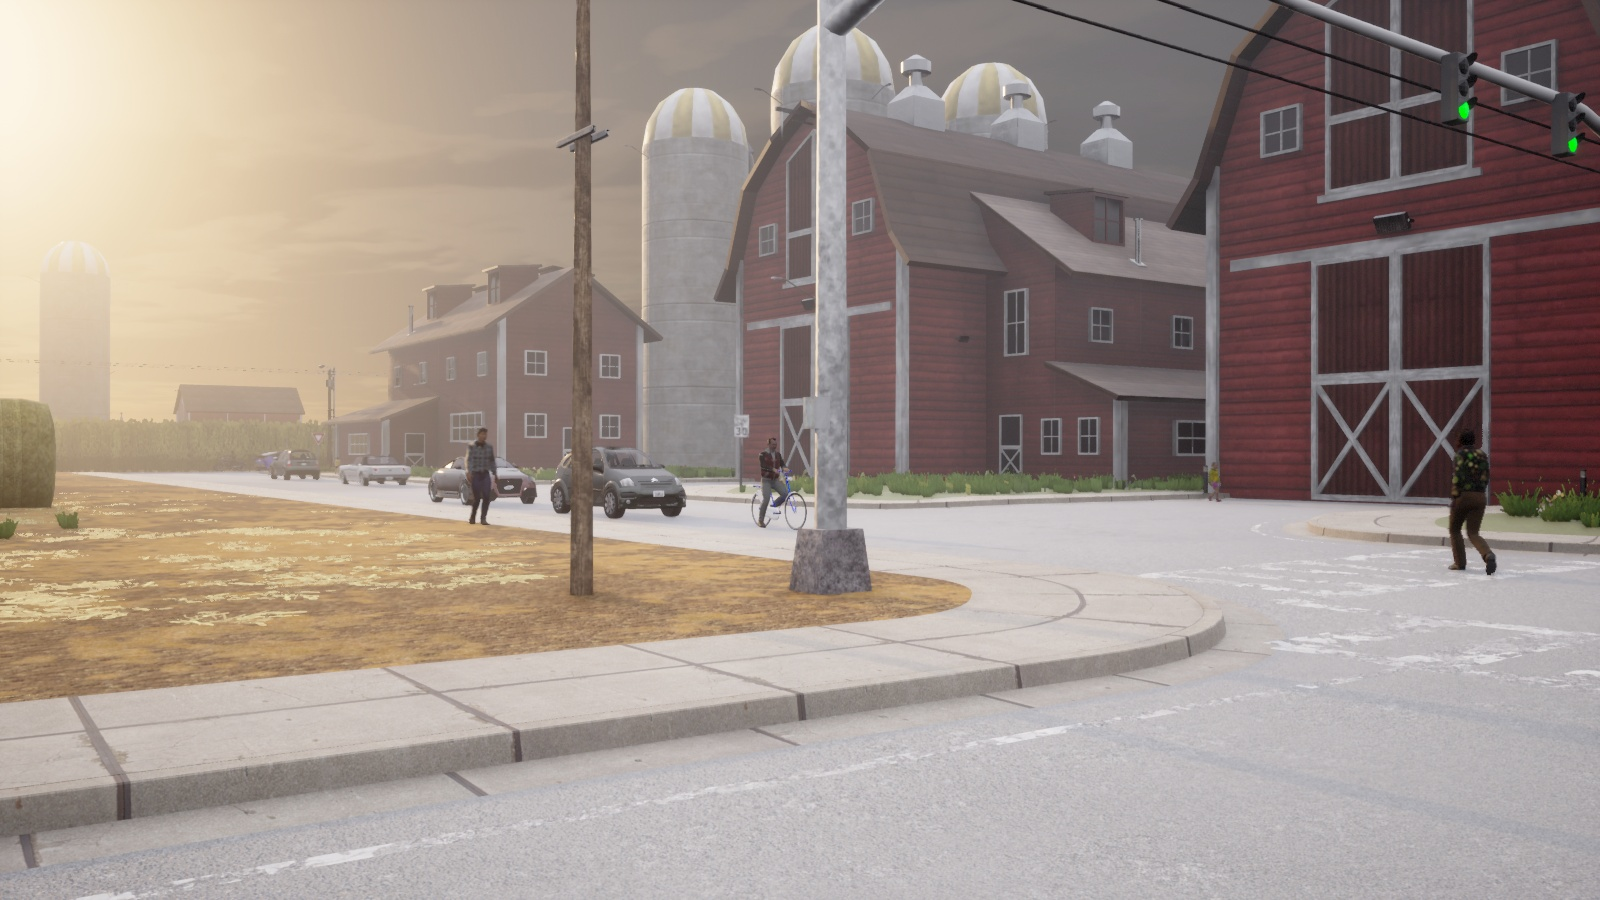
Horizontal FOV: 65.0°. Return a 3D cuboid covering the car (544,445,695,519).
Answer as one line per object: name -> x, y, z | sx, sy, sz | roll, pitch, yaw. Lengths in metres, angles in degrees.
car -> -4.279, 0.697, 29.392 | 1.851, 1.617, 3.988 | 0, 0, -36

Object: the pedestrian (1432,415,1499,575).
pedestrian -> 8.192, 0.541, 15.471 | 0.395, 1.930, 0.692 | 0, 0, -7

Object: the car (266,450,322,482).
car -> -26.804, 0.836, 66.496 | 1.851, 1.617, 3.988 | 0, 0, -36

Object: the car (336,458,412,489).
car -> -18.870, 0.994, 55.530 | 1.895, 1.301, 4.718 | 0, 0, -36

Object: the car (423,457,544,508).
car -> -9.154, 0.890, 36.138 | 1.994, 1.385, 4.181 | 0, 0, -36

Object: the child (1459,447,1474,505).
child -> 14.685, 0.575, 27.680 | 0.270, 1.263, 0.437 | 0, 0, 26

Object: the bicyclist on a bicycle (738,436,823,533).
bicyclist on a bicycle -> -0.399, 0.641, 24.027 | 0.659, 1.776, 1.843 | -1, 0, -36

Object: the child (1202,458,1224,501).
child -> 11.214, 0.800, 34.105 | 0.299, 1.160, 0.473 | 0, 0, -36

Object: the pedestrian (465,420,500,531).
pedestrian -> -5.700, 0.444, 22.524 | 0.423, 1.949, 0.788 | 0, 0, -28

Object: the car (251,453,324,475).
car -> -37.197, 0.990, 91.192 | 2.007, 1.525, 4.514 | 0, 0, 37
